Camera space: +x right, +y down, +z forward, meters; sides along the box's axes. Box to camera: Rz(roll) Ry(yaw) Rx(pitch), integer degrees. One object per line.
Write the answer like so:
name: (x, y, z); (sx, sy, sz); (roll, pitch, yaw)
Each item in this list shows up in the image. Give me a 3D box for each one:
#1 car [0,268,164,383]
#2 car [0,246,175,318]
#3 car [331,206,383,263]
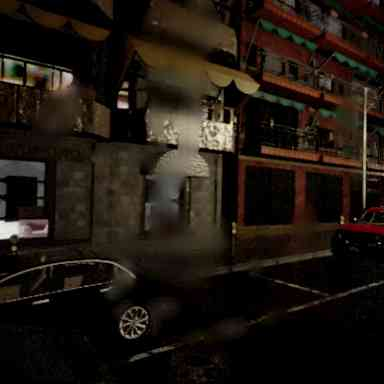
car: (-2.361, 1.553, 1.695); (4.181, 1.385, 1.994); (1, 0, -35)
car: (-2.342, 1.558, 4.873); (4.403, 1.369, 2.008); (1, 1, -35)
car: (6.941, 1.438, 11.482); (5.009, 1.841, 2.192); (1, 1, -35)
